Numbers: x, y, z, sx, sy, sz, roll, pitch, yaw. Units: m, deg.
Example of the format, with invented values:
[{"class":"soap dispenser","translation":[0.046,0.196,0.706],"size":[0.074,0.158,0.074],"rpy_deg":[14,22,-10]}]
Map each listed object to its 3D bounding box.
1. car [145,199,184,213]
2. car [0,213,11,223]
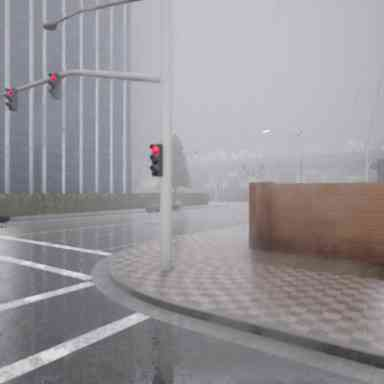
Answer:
[{"class":"car","translation":[-2.830,1.472,35.039],"size":[1.837,1.490,4.892],"rpy_deg":[0,0,35]},{"class":"car","translation":[-13.620,1.569,19.829],"size":[1.895,1.301,4.718],"rpy_deg":[0,0,35]}]
